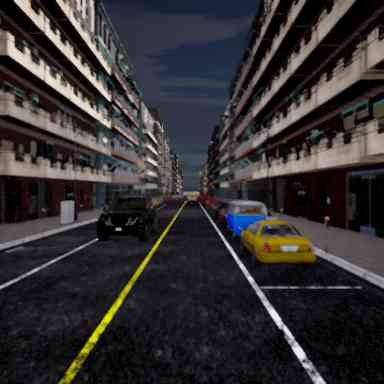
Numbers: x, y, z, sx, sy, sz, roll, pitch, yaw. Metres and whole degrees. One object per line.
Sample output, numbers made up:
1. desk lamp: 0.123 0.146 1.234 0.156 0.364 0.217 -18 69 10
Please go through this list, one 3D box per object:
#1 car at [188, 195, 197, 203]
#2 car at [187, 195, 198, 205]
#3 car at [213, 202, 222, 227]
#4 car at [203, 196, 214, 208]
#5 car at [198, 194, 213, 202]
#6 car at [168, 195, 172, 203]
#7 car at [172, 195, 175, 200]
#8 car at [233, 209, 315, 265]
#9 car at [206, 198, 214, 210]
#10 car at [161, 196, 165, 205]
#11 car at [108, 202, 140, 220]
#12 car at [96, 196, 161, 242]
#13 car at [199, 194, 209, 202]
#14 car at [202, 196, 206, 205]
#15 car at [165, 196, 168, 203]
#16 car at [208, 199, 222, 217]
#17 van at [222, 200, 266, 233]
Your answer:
1. car: 0.033 1.391 69.684 1.882 1.535 5.008 0 0 0
2. car: 0.029 1.629 59.712 1.895 1.301 4.718 0 0 0
3. car: 2.692 1.581 22.652 1.802 1.307 4.206 -1 0 0
4. car: 2.699 1.553 39.706 1.887 1.381 4.507 -1 0 0
5. car: 2.704 1.340 56.760 2.192 1.841 5.009 -1 0 0
6. car: -5.668 1.585 68.137 1.887 1.381 4.507 -1 0 0
7. car: -5.663 1.603 79.507 1.887 1.381 4.507 -1 0 0
8. car: 2.686 1.523 11.452 1.752 1.417 4.829 -1 0 0
9. car: 2.697 1.587 34.021 1.802 1.307 4.206 -1 0 0
10. car: -5.676 1.546 50.913 1.752 1.417 4.829 -1 0 0
11. car: -5.685 1.585 28.343 1.802 1.307 4.206 -1 0 0
12. car: -3.061 1.223 16.754 2.150 2.045 5.566 0 0 0
13. car: 2.714 1.372 79.500 2.192 1.841 5.009 -1 0 0
14. car: 2.703 1.596 45.391 1.802 1.307 4.206 -1 0 0
15. car: -5.673 1.577 56.768 2.008 1.369 4.403 -1 0 0
16. car: 2.695 1.568 28.337 1.947 1.339 4.313 -1 0 0
17. van: 2.687 1.339 16.967 1.690 1.788 3.998 -1 0 0
